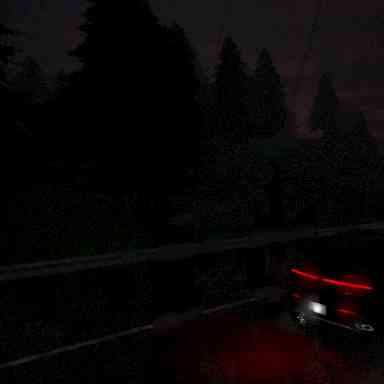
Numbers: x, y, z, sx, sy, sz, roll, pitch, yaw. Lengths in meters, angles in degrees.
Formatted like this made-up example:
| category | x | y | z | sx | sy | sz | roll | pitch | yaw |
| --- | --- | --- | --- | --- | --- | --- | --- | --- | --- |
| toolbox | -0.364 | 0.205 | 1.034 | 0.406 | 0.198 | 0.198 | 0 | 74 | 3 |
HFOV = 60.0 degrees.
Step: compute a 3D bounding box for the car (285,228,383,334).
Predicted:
| category | x | y | z | sx | sy | sz | roll | pitch | yaw |
| --- | --- | --- | --- | --- | --- | --- | --- | --- | --- |
| car | 3.869 | 1.460 | 6.314 | 4.892 | 1.490 | 1.837 | 0 | 0 | -34 |
